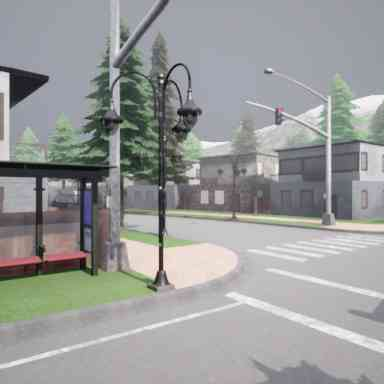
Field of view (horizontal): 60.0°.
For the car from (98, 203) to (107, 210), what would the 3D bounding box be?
[{"bbox_3d":[-9.469,1.200,27.539,5.566,2.045,2.150,0,0,38],"label":"car"}]
